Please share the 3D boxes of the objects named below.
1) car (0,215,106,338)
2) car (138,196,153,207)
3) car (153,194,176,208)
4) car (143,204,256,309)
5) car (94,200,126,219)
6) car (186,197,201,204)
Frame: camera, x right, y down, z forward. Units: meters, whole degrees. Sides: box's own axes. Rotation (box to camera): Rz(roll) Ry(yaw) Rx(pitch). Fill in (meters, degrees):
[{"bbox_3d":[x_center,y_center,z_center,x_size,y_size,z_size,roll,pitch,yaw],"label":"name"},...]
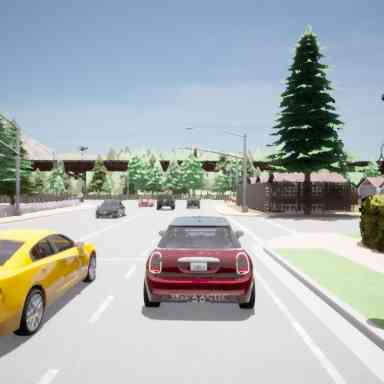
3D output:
[{"bbox_3d":[-3.406,1.478,6.693,1.882,1.535,5.008,0,0,0],"label":"car"},{"bbox_3d":[-6.901,1.355,50.637,2.097,1.767,4.553,0,0,0],"label":"car"},{"bbox_3d":[-3.315,1.222,43.031,2.150,2.045,5.566,0,0,0],"label":"car"},{"bbox_3d":[0.210,1.352,8.066,2.097,1.767,4.553,0,0,2],"label":"car"},{"bbox_3d":[-7.041,1.504,28.996,1.837,1.490,4.892,0,0,0],"label":"car"},{"bbox_3d":[0.208,1.502,47.058,1.837,1.490,4.892,0,-1,1],"label":"car"}]
